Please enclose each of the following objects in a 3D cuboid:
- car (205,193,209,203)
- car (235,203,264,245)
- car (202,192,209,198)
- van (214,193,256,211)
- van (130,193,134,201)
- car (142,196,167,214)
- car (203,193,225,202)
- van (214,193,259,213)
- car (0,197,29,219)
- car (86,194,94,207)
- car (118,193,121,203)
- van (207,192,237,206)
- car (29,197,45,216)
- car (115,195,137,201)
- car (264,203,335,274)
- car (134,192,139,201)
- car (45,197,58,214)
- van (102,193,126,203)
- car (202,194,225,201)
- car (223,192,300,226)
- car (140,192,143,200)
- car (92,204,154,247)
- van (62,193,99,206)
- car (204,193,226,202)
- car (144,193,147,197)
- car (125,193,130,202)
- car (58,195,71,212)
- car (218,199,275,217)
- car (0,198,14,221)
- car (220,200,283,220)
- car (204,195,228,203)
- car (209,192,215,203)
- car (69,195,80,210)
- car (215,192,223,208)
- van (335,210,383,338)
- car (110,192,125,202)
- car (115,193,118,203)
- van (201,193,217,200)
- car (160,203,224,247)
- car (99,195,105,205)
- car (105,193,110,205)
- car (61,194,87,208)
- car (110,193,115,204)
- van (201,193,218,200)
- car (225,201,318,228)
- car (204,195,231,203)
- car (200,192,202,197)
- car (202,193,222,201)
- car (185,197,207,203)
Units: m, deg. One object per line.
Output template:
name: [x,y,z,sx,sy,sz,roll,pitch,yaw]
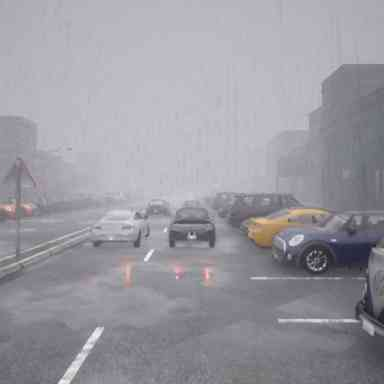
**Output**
car: [4.703,1.304,46.043,4.892,1.521,2.231,0,0,0]
car: [4.716,1.419,15.475,4.892,1.521,2.231,0,0,0]
car: [4.682,1.047,48.824,5.566,2.045,2.435,0,0,0]
van: [4.827,1.096,37.705,4.442,1.987,1.878,0,0,0]
van: [-15.619,1.111,72.412,4.442,1.987,1.878,0,0,0]
car: [-3.000,1.403,29.647,1.812,1.442,4.674,0,0,0]
car: [4.679,1.183,71.056,4.553,1.767,2.185,0,0,0]
van: [4.593,1.103,34.928,4.442,1.987,1.878,0,0,0]
car: [-15.496,1.243,25.542,4.553,1.767,2.185,0,0,0]
car: [-15.472,1.322,42.085,4.892,1.521,2.231,0,0,0]
car: [-15.494,1.353,58.627,4.674,1.452,2.002,0,0,0]
van: [4.593,1.070,51.601,4.442,1.987,1.878,0,0,0]
car: [-15.498,1.233,28.299,4.553,1.767,2.185,0,0,0]
car: [-15.504,1.394,77.928,4.674,1.452,2.002,0,0,0]
car: [4.741,1.322,9.915,4.553,1.767,2.185,0,0,0]
car: [-15.319,1.342,75.171,5.366,1.575,1.946,0,0,0]
car: [-15.438,1.223,31.057,4.553,1.767,2.185,0,0,0]
van: [-15.614,1.099,66.900,4.442,1.987,1.878,0,0,0]
car: [4.716,1.316,73.833,4.892,1.521,2.231,0,0,0]
car: [4.739,1.152,18.251,5.566,2.045,2.435,0,0,0]
car: [-15.516,1.373,83.443,5.008,1.535,2.097,0,0,0]
car: [-3.000,1.477,14.645,1.812,1.442,4.674,0,0,0]
van: [-15.363,1.092,44.965,4.442,1.987,1.878,0,0,0]
car: [4.679,1.178,68.275,4.553,1.767,2.185,0,0,0]
car: [-15.543,1.142,88.959,5.566,2.045,2.435,0,0,0]
car: [-15.524,1.068,64.142,5.566,2.045,2.435,0,0,0]
car: [-15.465,1.342,33.814,4.892,1.521,2.231,0,0,0]
car: [4.707,1.390,29.370,4.674,1.452,2.002,0,0,0]
car: [-15.468,1.380,22.786,5.008,1.535,2.097,0,0,0]
car: [4.707,1.402,26.655,4.674,1.452,2.002,0,0,0]
car: [4.707,1.339,65.496,4.674,1.452,2.002,0,0,0]
car: [4.738,1.088,32.148,5.566,2.045,2.435,0,0,0]
car: [-15.468,1.334,36.572,4.892,1.521,2.231,0,0,0]
car: [4.681,1.123,23.936,5.566,2.045,2.435,0,0,0]
van: [4.593,1.246,4.479,4.442,1.987,1.878,0,0,0]
car: [-15.499,1.316,61.385,5.008,1.535,2.097,0,0,0]
car: [-15.518,1.342,55.871,4.792,1.488,2.163,0,0,0]
van: [4.827,1.147,93.289,4.442,1.987,1.878,0,0,0]
car: [0.000,1.439,14.645,2.128,1.511,4.902,0,0,0]
car: [-15.480,1.354,47.599,4.674,1.452,2.002,0,0,0]
car: [-15.670,1.310,50.357,5.366,1.575,1.946,0,0,0]
car: [-15.470,1.328,39.328,4.892,1.521,2.231,0,0,0]
car: [-15.480,1.313,53.113,4.892,1.521,2.231,0,0,0]
van: [4.826,1.139,90.509,4.442,1.987,1.878,0,0,0]
car: [4.895,1.386,21.033,5.366,1.575,1.946,0,0,0]
car: [4.704,1.297,62.717,4.892,1.521,2.231,0,0,0]
car: [4.682,1.042,57.159,5.566,2.045,2.435,0,0,0]
car: [4.741,1.205,79.392,4.553,1.767,2.185,0,0,0]
car: [0.000,1.442,29.647,1.994,1.385,4.181,0,0,0]
